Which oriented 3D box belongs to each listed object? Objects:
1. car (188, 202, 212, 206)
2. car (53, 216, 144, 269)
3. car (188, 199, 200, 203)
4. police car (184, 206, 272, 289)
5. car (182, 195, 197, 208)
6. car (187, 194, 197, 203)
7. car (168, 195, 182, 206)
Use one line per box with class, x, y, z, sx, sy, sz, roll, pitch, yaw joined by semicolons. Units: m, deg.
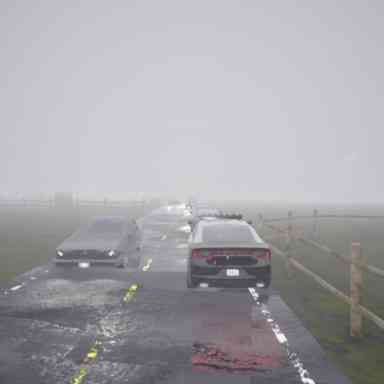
car;0.829;1.523;19.209;1.812;1.442;4.674;0;0;0
car;-2.847;1.547;11.444;2.033;1.411;5.357;0;0;0
car;0.830;1.522;25.209;1.812;1.442;4.674;0;0;0
police car;0.826;1.424;9.319;1.930;1.638;5.238;0;0;0
car;0.039;1.540;45.761;2.033;1.411;5.357;0;0;1
car;0.018;1.336;66.929;2.097;1.767;4.553;0;0;0
car;-2.829;1.591;53.798;1.895;1.301;4.718;0;0;0
